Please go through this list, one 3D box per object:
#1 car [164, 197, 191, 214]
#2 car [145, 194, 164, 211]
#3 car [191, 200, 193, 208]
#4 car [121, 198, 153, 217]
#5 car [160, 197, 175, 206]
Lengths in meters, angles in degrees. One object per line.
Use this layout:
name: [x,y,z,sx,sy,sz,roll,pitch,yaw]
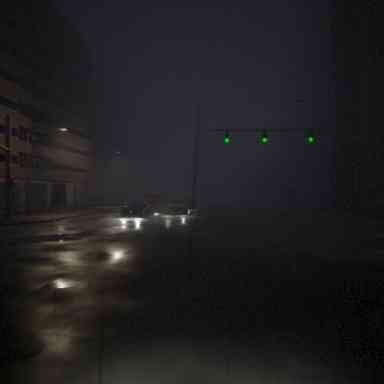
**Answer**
car: [-1.470,1.478,35.625,1.882,1.535,5.008,0,0,3]
car: [-4.724,1.221,40.470,2.150,2.045,5.566,0,0,3]
car: [-0.869,1.547,46.085,2.033,1.411,5.357,0,0,4]
car: [-5.238,1.564,31.129,1.994,1.385,4.181,0,0,3]
car: [-3.912,1.564,54.024,1.994,1.385,4.181,0,0,3]
